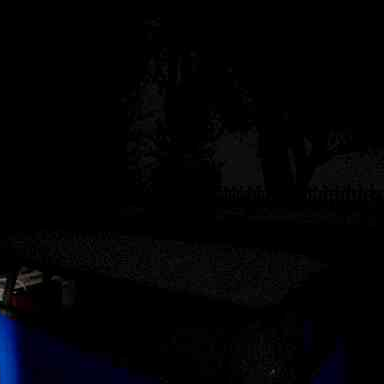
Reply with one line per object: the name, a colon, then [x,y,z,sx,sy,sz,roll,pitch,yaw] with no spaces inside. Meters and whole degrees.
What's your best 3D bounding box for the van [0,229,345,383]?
van: [-0.666,1.341,3.187,3.998,1.788,1.690,0,0,35]
